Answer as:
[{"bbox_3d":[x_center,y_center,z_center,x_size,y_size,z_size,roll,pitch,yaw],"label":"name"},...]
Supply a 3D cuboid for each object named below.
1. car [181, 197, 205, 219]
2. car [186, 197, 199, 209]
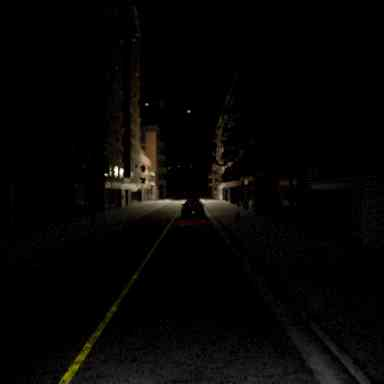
[{"bbox_3d":[0.078,1.435,28.669,1.882,1.535,5.008,0,0,0],"label":"car"},{"bbox_3d":[0.070,1.455,46.043,1.812,1.442,4.674,0,0,0],"label":"car"}]
